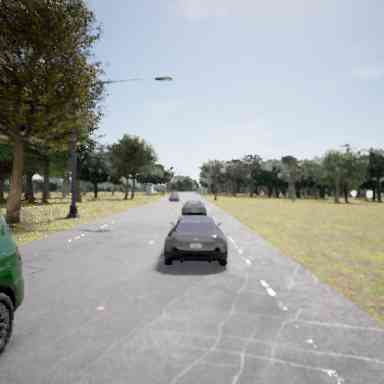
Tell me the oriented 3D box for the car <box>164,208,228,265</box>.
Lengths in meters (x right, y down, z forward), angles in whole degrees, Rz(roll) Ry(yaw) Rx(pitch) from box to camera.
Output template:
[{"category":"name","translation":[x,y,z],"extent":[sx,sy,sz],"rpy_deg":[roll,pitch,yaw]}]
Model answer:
[{"category":"car","translation":[0.127,1.499,11.589],"extent":[1.994,1.385,4.181],"rpy_deg":[1,1,0]}]

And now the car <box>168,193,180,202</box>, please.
[{"category":"car","translation":[-3.367,0.984,63.544],"extent":[2.097,1.767,4.553],"rpy_deg":[1,0,1]}]

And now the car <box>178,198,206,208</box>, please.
[{"category":"car","translation":[0.149,1.321,26.906],"extent":[1.994,1.385,4.181],"rpy_deg":[-1,0,0]}]

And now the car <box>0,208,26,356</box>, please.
[{"category":"car","translation":[-3.560,1.178,2.734],"extent":[2.150,2.045,5.566],"rpy_deg":[1,0,0]}]
